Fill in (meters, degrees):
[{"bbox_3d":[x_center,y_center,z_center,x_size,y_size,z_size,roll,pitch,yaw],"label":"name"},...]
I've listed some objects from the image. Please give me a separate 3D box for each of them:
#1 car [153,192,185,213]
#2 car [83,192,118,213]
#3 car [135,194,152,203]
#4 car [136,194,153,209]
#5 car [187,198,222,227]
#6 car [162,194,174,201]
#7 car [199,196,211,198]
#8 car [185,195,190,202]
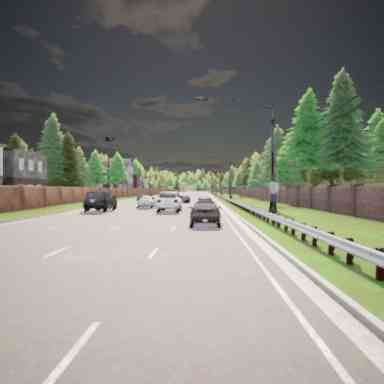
[{"bbox_3d":[-2.205,0.982,33.504,2.150,2.045,5.566,0,1,2],"label":"car"},{"bbox_3d":[-9.202,0.966,33.754,2.150,2.045,5.566,0,1,2],"label":"car"},{"bbox_3d":[-8.322,1.068,57.344,2.128,1.511,4.902,0,0,2],"label":"car"},{"bbox_3d":[-5.441,1.227,40.711,1.812,1.442,4.674,0,0,2],"label":"car"},{"bbox_3d":[0.842,1.355,21.345,1.837,1.490,4.892,0,0,2],"label":"car"},{"bbox_3d":[-4.544,1.061,64.721,1.812,1.442,4.674,0,0,2],"label":"car"},{"bbox_3d":[1.577,1.204,41.076,2.128,1.511,4.902,0,0,2],"label":"car"},{"bbox_3d":[-1.314,1.155,57.430,1.994,1.385,4.181,0,0,2],"label":"car"}]
